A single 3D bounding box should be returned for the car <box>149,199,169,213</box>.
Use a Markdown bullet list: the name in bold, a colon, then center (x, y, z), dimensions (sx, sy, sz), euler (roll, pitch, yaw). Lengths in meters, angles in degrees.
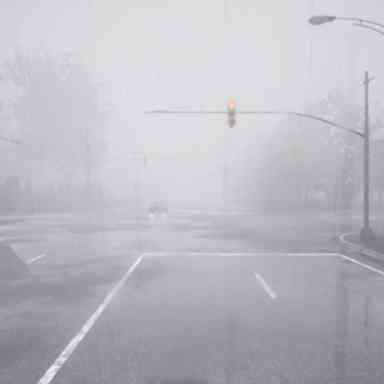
- **car**: center (-3.478, 1.500, 36.193), dimensions (2.033, 1.411, 5.357), euler (0, 0, 0)
